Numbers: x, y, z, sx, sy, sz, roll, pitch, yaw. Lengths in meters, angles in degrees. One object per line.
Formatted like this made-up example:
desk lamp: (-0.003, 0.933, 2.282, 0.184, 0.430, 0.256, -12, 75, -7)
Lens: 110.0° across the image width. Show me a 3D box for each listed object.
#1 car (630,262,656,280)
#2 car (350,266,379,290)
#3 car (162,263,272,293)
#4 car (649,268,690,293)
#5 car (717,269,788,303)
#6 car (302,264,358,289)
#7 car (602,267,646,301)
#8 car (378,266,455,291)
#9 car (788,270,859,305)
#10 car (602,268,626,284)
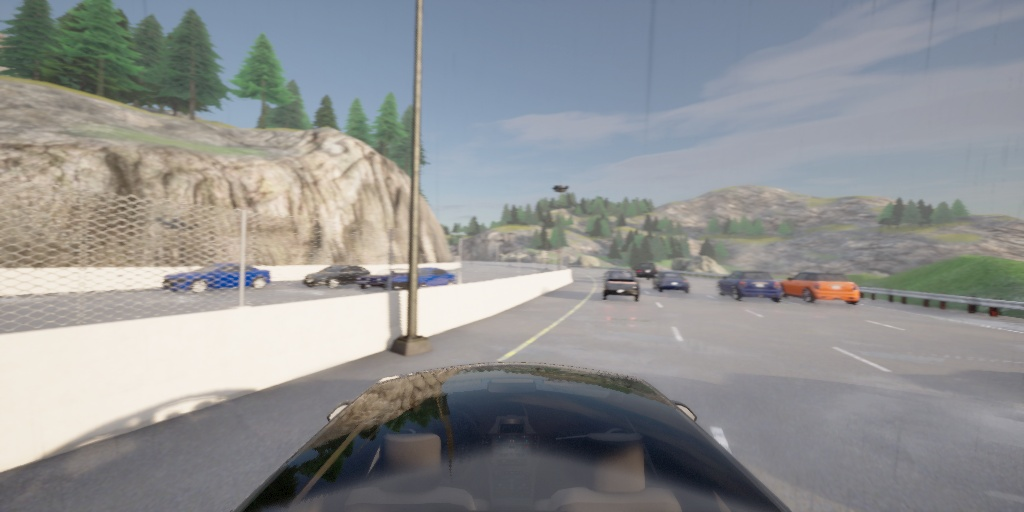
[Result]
car: (14.360, 1.716, 39.308, 2.150, 2.045, 5.566, 1, 0, 10)
car: (-7.790, 1.461, 23.087, 1.895, 1.301, 4.718, 1, -1, 17)
car: (-16.164, 1.135, 20.008, 1.882, 1.535, 5.008, 1, -1, 19)
car: (11.273, 1.828, 25.613, 1.994, 1.385, 4.181, 1, -1, 15)
car: (13.594, 1.602, 20.816, 2.097, 1.767, 4.553, 1, -1, 16)
car: (-11.320, 1.301, 23.590, 1.837, 1.490, 4.892, 1, -1, 17)
car: (6.113, 1.587, 20.123, 2.128, 1.511, 4.902, 1, -1, 17)
car: (-5.003, 1.358, 20.355, 1.882, 1.535, 5.008, 1, -1, 17)
car: (17.072, 1.664, 20.277, 2.097, 1.767, 4.553, 1, -1, 16)
car: (9.897, 1.917, 35.015, 1.994, 1.385, 4.181, 1, -1, 12)
